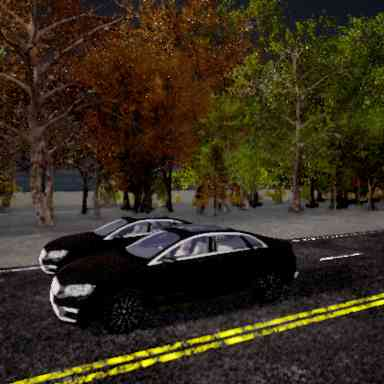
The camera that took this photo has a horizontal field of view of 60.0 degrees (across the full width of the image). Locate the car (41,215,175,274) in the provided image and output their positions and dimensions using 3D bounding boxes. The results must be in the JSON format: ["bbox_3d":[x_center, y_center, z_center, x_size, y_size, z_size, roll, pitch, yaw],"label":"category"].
[{"bbox_3d":[-1.632,1.440,9.516,4.902,1.511,2.128,-1,0,-27],"label":"car"}]

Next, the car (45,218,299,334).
[{"bbox_3d":[-0.140,1.446,6.628,4.902,1.511,2.128,-1,0,-27],"label":"car"}]
